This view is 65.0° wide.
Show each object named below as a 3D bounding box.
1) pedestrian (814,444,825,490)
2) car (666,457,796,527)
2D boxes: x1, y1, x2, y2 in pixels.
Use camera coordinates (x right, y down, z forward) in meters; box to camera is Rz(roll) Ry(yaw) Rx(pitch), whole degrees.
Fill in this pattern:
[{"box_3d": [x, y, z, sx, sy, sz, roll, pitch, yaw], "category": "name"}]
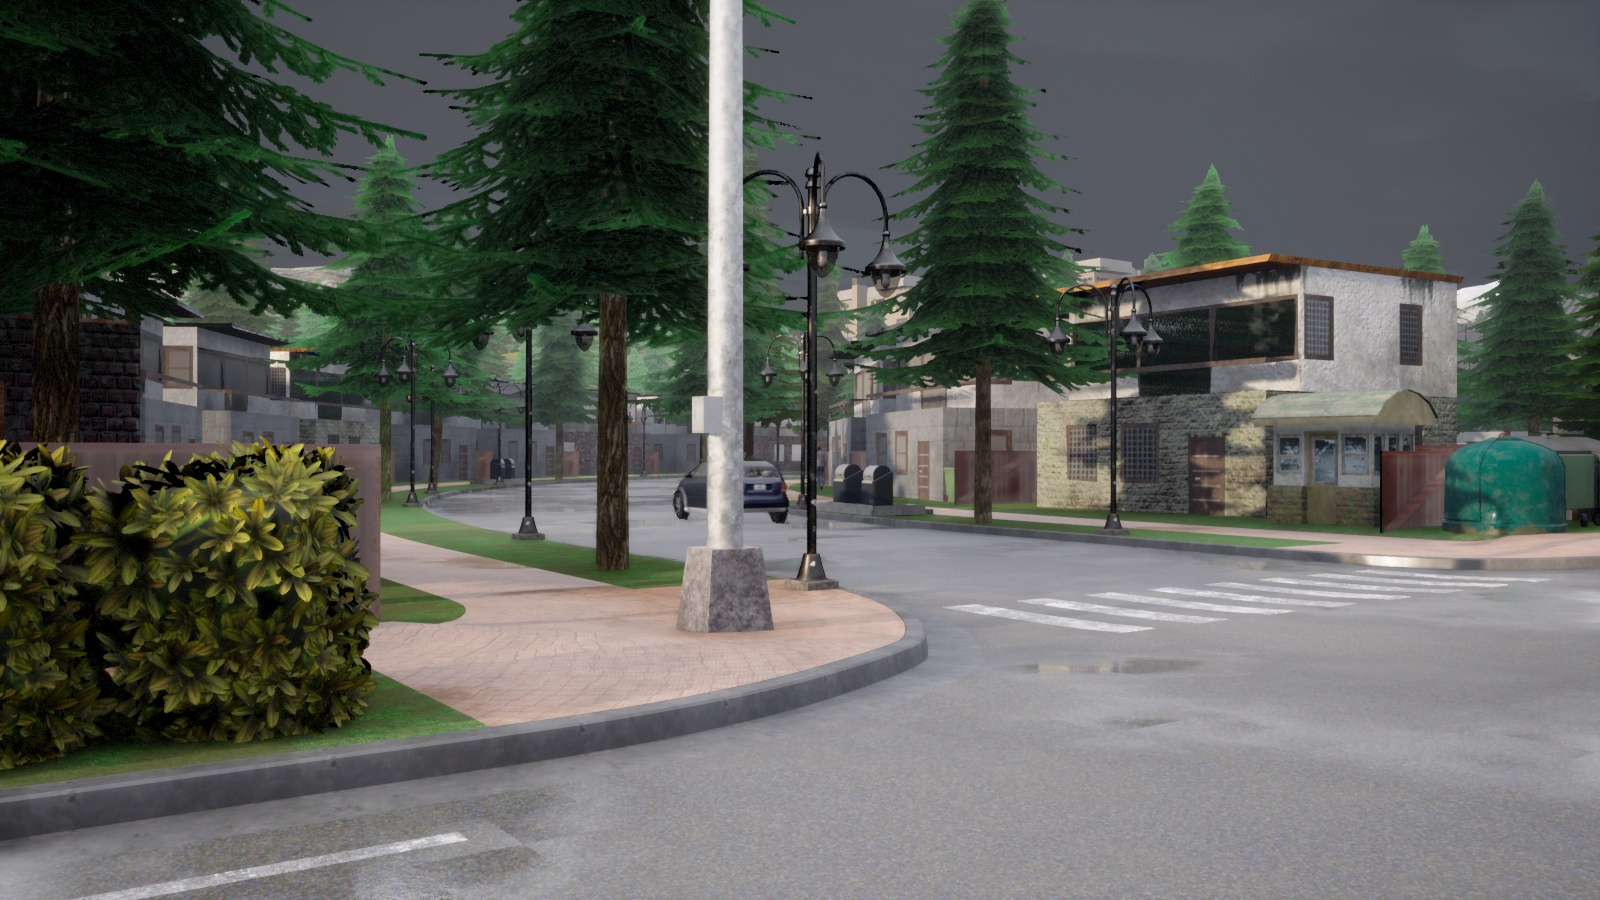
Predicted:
[{"box_3d": [0.782, 0.675, 50.759, 0.354, 1.836, 0.706, 0, 0, -5], "category": "pedestrian"}, {"box_3d": [-1.719, 0.958, 30.170, 1.789, 1.549, 3.705, 0, 0, -26], "category": "car"}]
